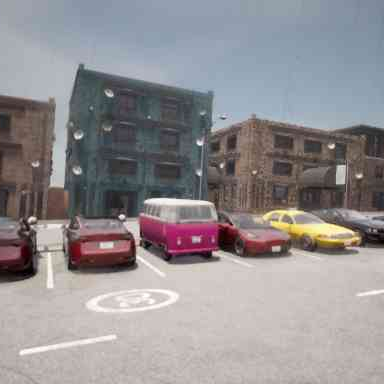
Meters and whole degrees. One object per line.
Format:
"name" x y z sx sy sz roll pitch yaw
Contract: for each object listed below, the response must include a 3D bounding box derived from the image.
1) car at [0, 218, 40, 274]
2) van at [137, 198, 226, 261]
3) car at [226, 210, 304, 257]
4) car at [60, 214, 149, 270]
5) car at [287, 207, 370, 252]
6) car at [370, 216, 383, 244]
"car" -5.830 1.493 10.107 2.163 1.488 4.792 0 0 -24
"van" -0.729 1.255 12.437 1.878 1.987 4.442 0 0 -24
"car" 1.896 1.520 13.428 2.163 1.488 4.792 0 0 -24
"car" -3.263 1.502 11.232 2.163 1.488 4.792 0 0 -24
"car" 4.527 1.496 14.409 1.946 1.575 5.366 0 0 -24
"car" 7.015 1.508 15.707 2.097 1.535 5.008 0 0 -24
